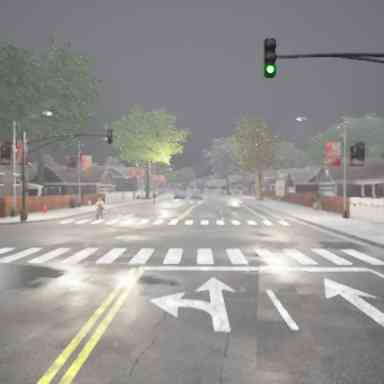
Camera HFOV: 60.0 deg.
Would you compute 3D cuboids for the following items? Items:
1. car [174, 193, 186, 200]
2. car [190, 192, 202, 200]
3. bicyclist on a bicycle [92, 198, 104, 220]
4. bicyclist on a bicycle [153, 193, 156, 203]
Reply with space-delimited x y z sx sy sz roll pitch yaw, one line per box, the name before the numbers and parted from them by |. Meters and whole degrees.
car | -2.358 0.909 65.201 1.994 1.385 4.181 0 1 5
car | 0.883 0.705 64.964 2.097 1.767 4.553 0 1 5
bicyclist on a bicycle | -6.786 1.228 24.354 0.866 1.612 1.509 0 1 2
bicyclist on a bicycle | -5.800 0.943 51.132 0.582 1.620 1.656 0 1 3
